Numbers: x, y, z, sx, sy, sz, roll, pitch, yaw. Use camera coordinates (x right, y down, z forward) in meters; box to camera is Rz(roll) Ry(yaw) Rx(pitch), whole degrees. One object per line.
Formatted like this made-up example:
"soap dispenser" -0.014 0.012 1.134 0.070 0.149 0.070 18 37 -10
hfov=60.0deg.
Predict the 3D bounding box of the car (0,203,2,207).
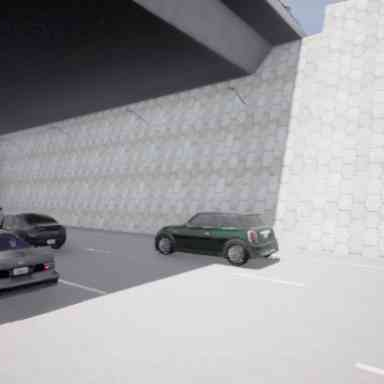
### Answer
"car" -16.392 1.376 25.179 5.566 2.045 2.150 0 -1 37

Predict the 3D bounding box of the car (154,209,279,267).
"car" 0.728 1.468 12.212 4.553 1.767 2.097 0 -1 37

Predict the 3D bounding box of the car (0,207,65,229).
"car" -7.154 1.600 13.807 4.892 1.490 1.837 0 -1 37

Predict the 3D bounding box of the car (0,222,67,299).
"car" -5.359 1.599 8.053 5.357 1.411 2.033 0 -1 37
